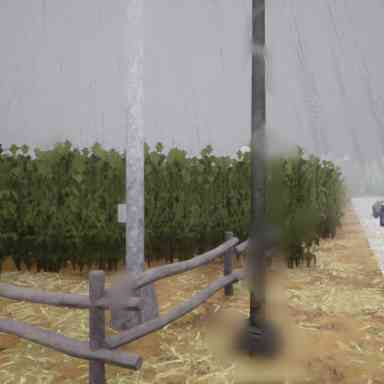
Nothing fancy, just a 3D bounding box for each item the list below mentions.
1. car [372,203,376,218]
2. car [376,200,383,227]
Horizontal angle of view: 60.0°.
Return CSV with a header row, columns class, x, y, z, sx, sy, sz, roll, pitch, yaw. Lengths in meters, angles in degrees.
class,x,y,z,sx,sy,sz,roll,pitch,yaw
car,17.008,1.505,29.267,1.837,1.490,4.892,0,0,25
car,12.575,1.222,19.785,2.150,2.045,5.566,0,0,25
